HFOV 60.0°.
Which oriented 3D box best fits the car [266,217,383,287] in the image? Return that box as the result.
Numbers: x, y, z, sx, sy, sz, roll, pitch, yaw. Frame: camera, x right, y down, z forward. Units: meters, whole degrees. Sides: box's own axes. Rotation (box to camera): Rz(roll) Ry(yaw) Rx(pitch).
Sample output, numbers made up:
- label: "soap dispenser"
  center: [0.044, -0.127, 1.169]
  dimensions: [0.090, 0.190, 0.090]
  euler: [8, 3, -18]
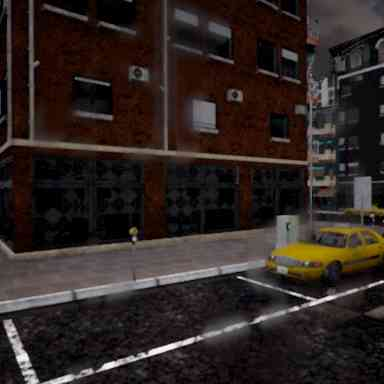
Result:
- label: "car"
  center: [4.177, 1.608, 9.549]
  dimensions: [4.829, 1.417, 1.752]
  euler: [1, -1, -35]

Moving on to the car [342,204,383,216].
- label: "car"
  center: [18.117, 1.829, 34.447]
  dimensions: [1.752, 1.417, 4.829]
  euler: [-1, 0, -36]

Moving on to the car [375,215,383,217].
- label: "car"
  center: [8.927, 1.688, 12.935]
  dimensions: [4.403, 1.369, 2.008]
  euler: [1, -1, -35]
